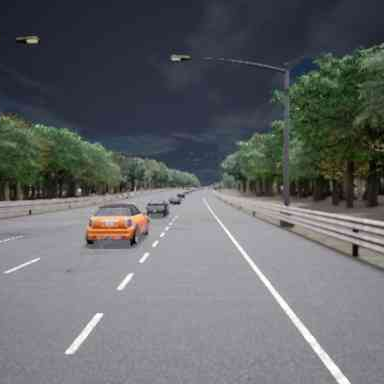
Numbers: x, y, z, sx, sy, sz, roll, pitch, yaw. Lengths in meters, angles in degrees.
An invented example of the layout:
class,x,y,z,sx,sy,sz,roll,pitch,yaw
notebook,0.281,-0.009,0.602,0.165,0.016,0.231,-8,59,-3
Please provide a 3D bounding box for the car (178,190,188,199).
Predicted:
class,x,y,z,sx,sy,sz,roll,pitch,yaw
car,-2.557,0.801,76.698,1.882,1.535,5.008,0,2,1

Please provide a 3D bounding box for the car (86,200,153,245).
class,x,y,z,sx,sy,sz,roll,pitch,yaw
car,-3.318,1.331,15.639,2.097,1.767,4.553,0,0,1

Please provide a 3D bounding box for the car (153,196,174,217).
class,x,y,z,sx,sy,sz,roll,pitch,yaw
car,-3.128,1.451,30.810,2.128,1.511,4.902,0,0,1

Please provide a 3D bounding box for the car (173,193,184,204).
class,x,y,z,sx,sy,sz,roll,pitch,yaw
car,-2.821,1.324,55.509,1.994,1.385,4.181,0,1,1
